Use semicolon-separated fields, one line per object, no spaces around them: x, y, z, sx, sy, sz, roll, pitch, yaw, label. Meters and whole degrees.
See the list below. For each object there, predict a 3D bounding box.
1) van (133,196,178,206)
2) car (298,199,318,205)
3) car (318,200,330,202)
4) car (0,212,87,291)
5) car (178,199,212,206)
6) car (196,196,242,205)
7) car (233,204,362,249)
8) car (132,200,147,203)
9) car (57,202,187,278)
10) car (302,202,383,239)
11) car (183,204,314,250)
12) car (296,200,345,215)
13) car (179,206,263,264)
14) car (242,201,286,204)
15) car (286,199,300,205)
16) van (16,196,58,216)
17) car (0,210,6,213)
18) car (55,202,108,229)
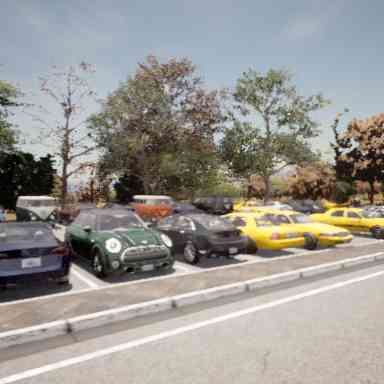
-3.308;1.304;25.940;1.878;1.987;4.442;1;0;-35;van
10.438;1.713;35.496;2.163;1.488;4.792;1;0;-35;car
12.563;1.582;37.075;2.185;1.767;4.553;1;0;-35;car
-4.688;1.516;8.829;2.163;1.488;4.792;0;0;-35;car
-0.864;1.584;27.493;2.163;1.488;4.792;1;0;-35;car
1.365;1.329;29.142;2.435;2.045;5.566;1;0;-35;car
4.391;1.528;14.995;1.946;1.575;5.366;1;0;-35;car
-5.520;1.540;24.266;2.163;1.488;4.792;1;0;-35;car
-2.426;1.365;10.433;2.185;1.767;4.553;0;0;-35;car
9.021;1.579;18.273;1.946;1.575;5.366;1;0;-35;car
2.012;1.509;13.764;1.946;1.575;5.366;0;0;-35;car
14.845;1.733;38.646;2.097;1.535;5.008;1;0;-35;car
-0.136;1.500;12.009;2.231;1.521;4.892;0;0;-35;car
6.008;1.629;32.167;1.946;1.575;5.366;1;0;-35;car
8.162;1.698;33.917;2.002;1.452;4.674;1;0;-35;car
-9.840;1.264;21.039;1.878;1.987;4.442;0;0;-36;van
-12.180;1.485;19.521;2.097;1.535;5.008;0;0;-35;car
-7.674;1.527;22.741;2.163;1.488;4.792;0;0;-35;car
